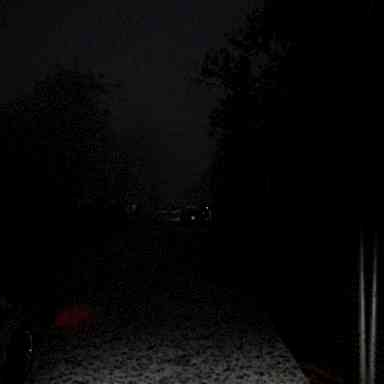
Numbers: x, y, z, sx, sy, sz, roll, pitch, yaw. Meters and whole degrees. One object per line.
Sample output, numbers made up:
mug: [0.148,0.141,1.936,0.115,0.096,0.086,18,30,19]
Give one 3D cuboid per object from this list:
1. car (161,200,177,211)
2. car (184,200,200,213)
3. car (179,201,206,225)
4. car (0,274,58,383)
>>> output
car: [-2.947,1.789,44.884,1.812,1.442,4.674,0,-1,0]
car: [-0.013,1.768,41.230,1.994,1.385,4.181,0,-1,0]
car: [0.057,1.543,24.309,1.812,1.442,4.674,0,0,0]
car: [-2.853,1.535,2.512,2.033,1.411,5.357,0,0,0]
